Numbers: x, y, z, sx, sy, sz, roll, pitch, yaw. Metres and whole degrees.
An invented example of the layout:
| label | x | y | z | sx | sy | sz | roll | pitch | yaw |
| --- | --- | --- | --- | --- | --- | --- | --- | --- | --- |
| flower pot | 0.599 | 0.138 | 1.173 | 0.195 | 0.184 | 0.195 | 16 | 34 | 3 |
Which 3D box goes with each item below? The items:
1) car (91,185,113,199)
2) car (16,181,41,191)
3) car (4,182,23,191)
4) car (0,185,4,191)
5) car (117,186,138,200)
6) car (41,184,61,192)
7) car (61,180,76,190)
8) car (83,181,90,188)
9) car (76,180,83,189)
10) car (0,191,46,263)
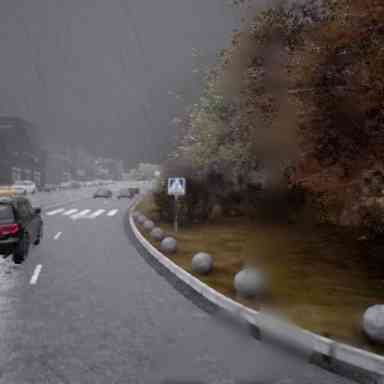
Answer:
| label | x | y | z | sx | sy | sz | roll | pitch | yaw |
| --- | --- | --- | --- | --- | --- | --- | --- | --- | --- |
| car | -12.286 | 0.135 | 46.093 | 1.994 | 1.385 | 4.181 | 1 | 2 | -5 |
| car | -24.289 | -0.552 | 47.609 | 2.435 | 2.045 | 5.566 | 1 | 2 | -6 |
| car | -23.707 | -0.060 | 41.845 | 1.946 | 1.575 | 5.366 | 1 | 2 | -6 |
| car | -23.147 | 0.172 | 36.354 | 1.946 | 1.575 | 5.366 | 1 | 2 | -6 |
| car | -8.888 | 0.241 | 44.634 | 2.033 | 1.411 | 5.357 | 1 | 2 | -5 |
| car | -25.420 | -0.734 | 58.600 | 2.163 | 1.488 | 4.792 | 1 | 2 | -6 |
| car | -26.539 | -1.228 | 69.620 | 2.231 | 1.521 | 4.892 | 1 | 2 | -6 |
| car | -28.107 | -1.854 | 84.435 | 2.231 | 1.521 | 4.892 | 1 | 2 | -5 |
| car | -27.092 | -1.710 | 75.067 | 2.435 | 2.045 | 5.566 | 1 | 2 | -6 |
| car | -6.755 | 1.165 | 11.745 | 2.150 | 2.045 | 5.566 | 1 | 1 | -17 |
